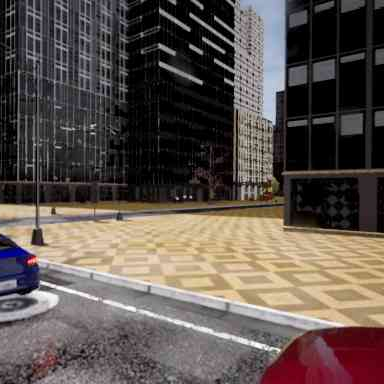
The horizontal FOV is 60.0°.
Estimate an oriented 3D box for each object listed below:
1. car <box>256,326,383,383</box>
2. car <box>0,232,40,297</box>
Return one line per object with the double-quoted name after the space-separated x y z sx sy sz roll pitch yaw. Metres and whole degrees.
2.405 1.564 1.961 4.181 1.385 1.994 0 0 35 "car"
-5.196 1.521 7.390 4.674 1.442 1.812 0 0 36 "car"
